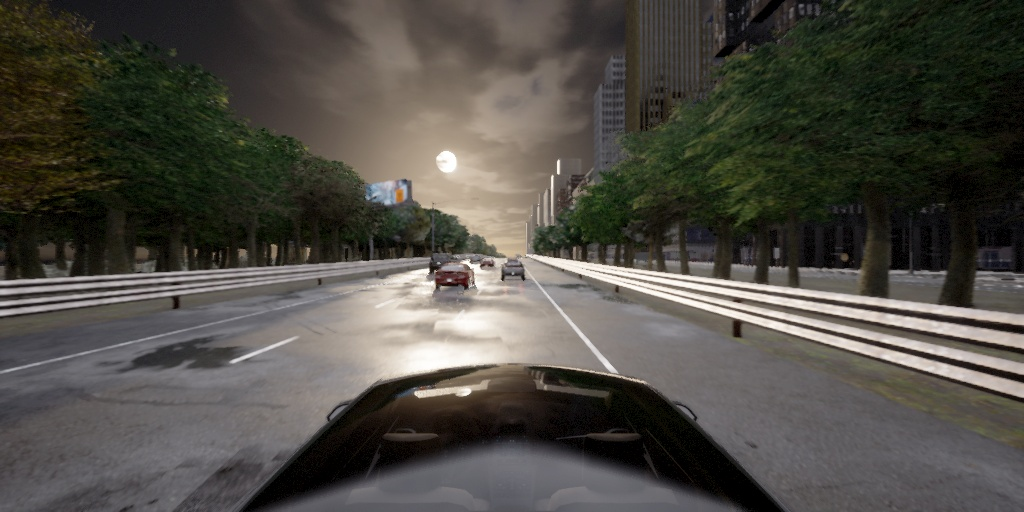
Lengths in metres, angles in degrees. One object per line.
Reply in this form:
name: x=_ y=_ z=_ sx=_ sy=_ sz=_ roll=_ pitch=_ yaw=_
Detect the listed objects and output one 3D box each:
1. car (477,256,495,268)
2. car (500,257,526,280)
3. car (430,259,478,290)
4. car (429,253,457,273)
car: x=-3.421 y=0.945 z=50.801 sx=1.895 sy=1.301 sz=4.718 roll=0 pitch=1 yaw=0
car: x=0.087 y=1.090 z=29.724 sx=2.128 sy=1.511 sz=4.902 roll=0 pitch=1 yaw=0
car: x=-3.409 y=1.148 z=22.013 sx=1.882 sy=1.535 sz=5.008 roll=0 pitch=1 yaw=0
car: x=-6.916 y=0.743 z=36.446 sx=2.150 sy=2.045 sz=5.566 roll=0 pitch=1 yaw=0
